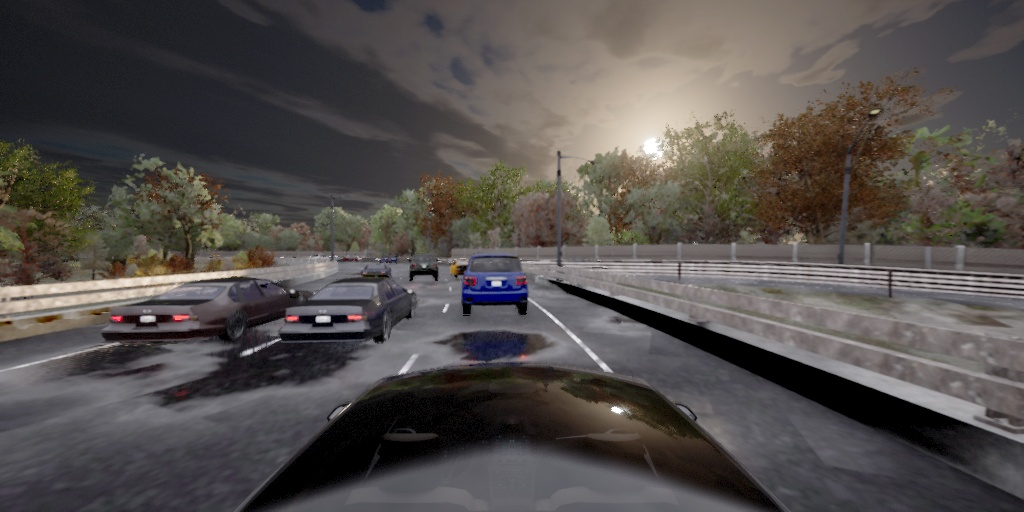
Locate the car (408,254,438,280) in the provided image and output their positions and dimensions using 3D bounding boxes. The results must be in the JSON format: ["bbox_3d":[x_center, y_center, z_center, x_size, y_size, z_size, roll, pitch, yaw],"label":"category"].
[{"bbox_3d":[-7.170,0.839,29.015,2.150,2.045,5.566,0,0,-15],"label":"car"}]

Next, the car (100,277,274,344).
[{"bbox_3d":[-7.388,1.277,9.586,2.033,1.411,5.357,0,0,-4],"label":"car"}]

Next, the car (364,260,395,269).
[{"bbox_3d":[-10.509,1.235,27.989,1.895,1.301,4.718,0,0,-15],"label":"car"}]

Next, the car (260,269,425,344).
[{"bbox_3d":[-3.870,1.266,9.495,2.033,1.411,5.357,0,0,-4],"label":"car"}]

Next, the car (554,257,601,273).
[{"bbox_3d":[6.025,0.852,34.275,5.008,1.535,1.882,0,0,38],"label":"car"}]

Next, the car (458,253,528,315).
[{"bbox_3d":[-0.745,0.907,13.452,2.150,2.045,5.566,0,0,-6],"label":"car"}]

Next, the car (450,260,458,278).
[{"bbox_3d":[-4.387,1.070,31.873,1.882,1.535,5.008,0,0,-16],"label":"car"}]
